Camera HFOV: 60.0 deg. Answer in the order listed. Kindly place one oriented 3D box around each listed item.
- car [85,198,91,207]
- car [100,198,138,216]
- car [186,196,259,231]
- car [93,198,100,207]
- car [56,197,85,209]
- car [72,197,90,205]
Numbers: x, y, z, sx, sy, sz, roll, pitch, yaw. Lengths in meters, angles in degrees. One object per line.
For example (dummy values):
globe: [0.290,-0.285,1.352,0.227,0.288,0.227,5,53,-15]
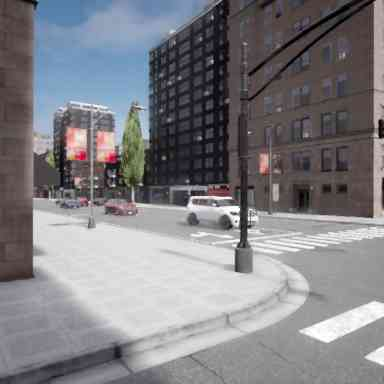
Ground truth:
car: [-18.941,1.769,56.292,1.812,1.442,4.674,0,0,-36]
car: [-7.344,1.491,34.331,2.097,1.767,4.553,0,0,-36]
car: [1.780,1.301,21.687,2.150,2.045,5.566,0,0,-36]
car: [-16.226,1.745,58.076,2.128,1.511,4.902,0,0,-36]
car: [-18.129,1.757,49.420,2.033,1.411,5.357,0,0,-36]
car: [-22.132,1.779,66.262,2.128,1.511,4.902,0,0,-36]
